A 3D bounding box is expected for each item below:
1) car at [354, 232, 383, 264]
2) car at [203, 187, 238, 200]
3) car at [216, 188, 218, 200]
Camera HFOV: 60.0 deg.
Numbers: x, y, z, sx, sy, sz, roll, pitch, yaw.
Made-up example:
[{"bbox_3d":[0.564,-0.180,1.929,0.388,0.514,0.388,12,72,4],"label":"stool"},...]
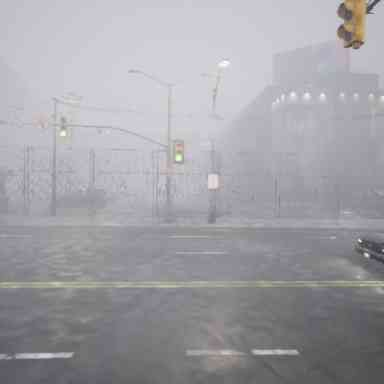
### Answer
[{"bbox_3d":[7.708,1.474,9.530,5.357,1.411,2.033,1,1,1],"label":"car"},{"bbox_3d":[4.786,0.188,56.719,5.566,2.045,2.435,1,1,-4],"label":"car"},{"bbox_3d":[5.234,0.433,53.253,4.786,1.482,2.161,1,1,-4],"label":"car"}]
